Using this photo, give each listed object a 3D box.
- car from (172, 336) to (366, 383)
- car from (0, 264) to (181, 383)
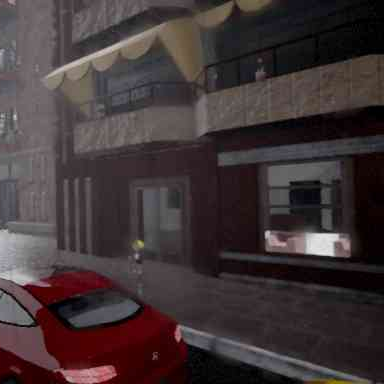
[{"bbox_3d":[2.376,1.522,1.051,4.829,1.417,1.752,0,-2,36],"label":"car"},{"bbox_3d":[-1.987,1.592,4.163,4.206,1.307,1.802,0,-2,36],"label":"car"}]
